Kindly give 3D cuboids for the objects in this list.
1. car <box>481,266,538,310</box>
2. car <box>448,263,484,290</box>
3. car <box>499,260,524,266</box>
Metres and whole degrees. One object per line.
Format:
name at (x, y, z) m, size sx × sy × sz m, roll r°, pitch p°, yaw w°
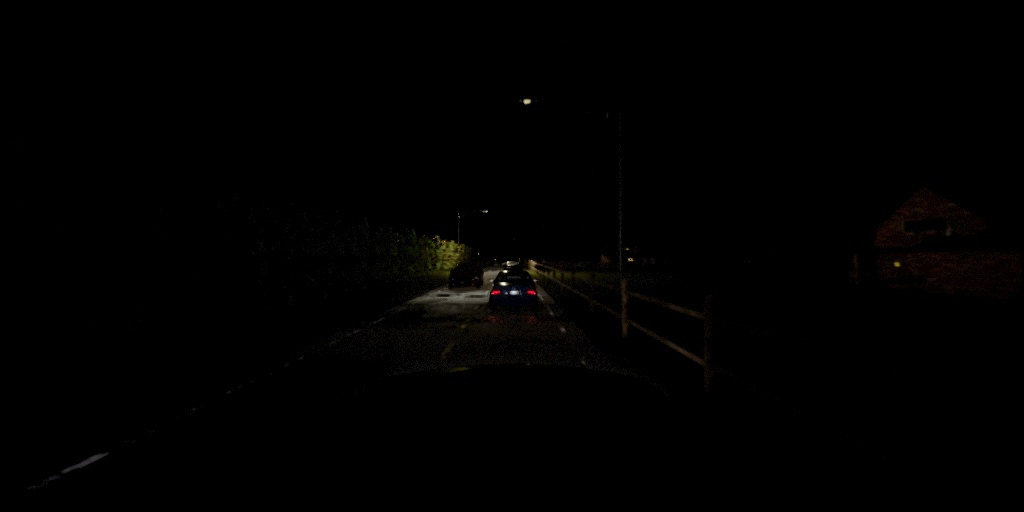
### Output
car at (0.073, 1.305, 14.790) m, size 2.033 × 1.411 × 5.357 m, roll 0°, pitch 0°, yaw 0°
car at (-2.845, 1.240, 23.131) m, size 1.882 × 1.535 × 5.008 m, roll 0°, pitch 0°, yaw 0°
car at (0.106, 1.265, 35.332) m, size 2.128 × 1.511 × 4.902 m, roll 0°, pitch 0°, yaw 0°
